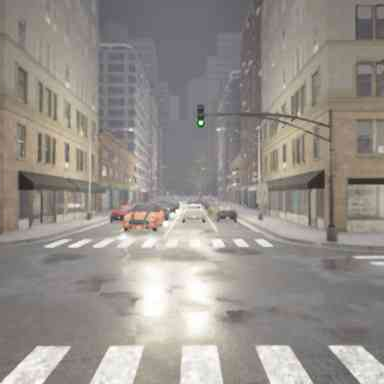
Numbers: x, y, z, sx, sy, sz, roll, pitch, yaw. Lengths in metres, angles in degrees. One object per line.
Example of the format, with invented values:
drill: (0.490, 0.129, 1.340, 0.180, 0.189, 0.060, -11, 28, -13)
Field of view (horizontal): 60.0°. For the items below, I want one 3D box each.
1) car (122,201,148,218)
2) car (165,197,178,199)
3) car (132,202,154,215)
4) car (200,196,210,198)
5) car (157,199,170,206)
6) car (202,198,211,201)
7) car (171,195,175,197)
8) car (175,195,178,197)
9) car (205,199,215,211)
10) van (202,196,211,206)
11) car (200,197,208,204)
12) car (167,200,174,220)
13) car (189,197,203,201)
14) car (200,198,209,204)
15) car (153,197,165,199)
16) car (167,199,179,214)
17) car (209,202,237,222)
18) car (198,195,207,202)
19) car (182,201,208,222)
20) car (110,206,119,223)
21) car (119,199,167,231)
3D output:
car: (-5.697, 1.734, 33.743, 1.967, 1.590, 4.097, 0, 0, 0)
car: (-2.913, 1.926, 51.149, 1.812, 1.442, 4.674, 0, 0, 0)
car: (-5.689, 1.875, 39.165, 1.887, 1.381, 4.507, 0, 0, 0)
car: (2.874, 1.888, 60.838, 1.967, 1.590, 4.097, 1, 0, 0)
car: (-5.643, 2.036, 66.281, 2.008, 1.369, 4.403, 1, 0, 0)
car: (2.854, 1.969, 49.992, 1.802, 1.307, 4.206, 1, 0, 0)
car: (-5.624, 1.974, 77.129, 1.967, 1.590, 4.097, 1, 0, 0)
car: (-5.604, 1.888, 87.977, 2.192, 1.841, 5.009, 1, 0, 0)
car: (2.837, 1.847, 39.313, 1.752, 1.417, 4.829, 1, 0, 0)
van: (2.884, 1.817, 66.262, 1.690, 1.788, 3.998, 1, 0, 0)
car: (2.911, 1.985, 82.534, 1.967, 1.590, 4.097, 1, 0, 0)
car: (-3.013, 1.777, 31.152, 1.837, 1.490, 4.892, 0, 0, 0)
car: (0.187, 1.891, 51.419, 2.128, 1.511, 4.902, 0, 0, 0)
car: (2.900, 2.090, 77.110, 1.947, 1.339, 4.313, 1, 0, 0)
car: (-5.669, 1.837, 50.013, 1.967, 1.590, 4.097, 1, 0, 0)
car: (-2.930, 1.902, 40.879, 1.994, 1.385, 4.181, 0, 0, 0)
car: (2.818, 1.796, 28.297, 2.008, 1.369, 4.403, 0, 0, 0)
car: (2.931, 1.894, 93.382, 2.192, 1.841, 5.009, 1, 0, 0)
car: (0.150, 1.777, 28.795, 1.812, 1.442, 4.674, 0, -1, 0)
car: (-5.707, 1.799, 28.318, 1.887, 1.381, 4.507, 0, 0, 0)
car: (-3.109, 1.556, 22.149, 2.097, 1.767, 4.553, 0, 0, 2)
